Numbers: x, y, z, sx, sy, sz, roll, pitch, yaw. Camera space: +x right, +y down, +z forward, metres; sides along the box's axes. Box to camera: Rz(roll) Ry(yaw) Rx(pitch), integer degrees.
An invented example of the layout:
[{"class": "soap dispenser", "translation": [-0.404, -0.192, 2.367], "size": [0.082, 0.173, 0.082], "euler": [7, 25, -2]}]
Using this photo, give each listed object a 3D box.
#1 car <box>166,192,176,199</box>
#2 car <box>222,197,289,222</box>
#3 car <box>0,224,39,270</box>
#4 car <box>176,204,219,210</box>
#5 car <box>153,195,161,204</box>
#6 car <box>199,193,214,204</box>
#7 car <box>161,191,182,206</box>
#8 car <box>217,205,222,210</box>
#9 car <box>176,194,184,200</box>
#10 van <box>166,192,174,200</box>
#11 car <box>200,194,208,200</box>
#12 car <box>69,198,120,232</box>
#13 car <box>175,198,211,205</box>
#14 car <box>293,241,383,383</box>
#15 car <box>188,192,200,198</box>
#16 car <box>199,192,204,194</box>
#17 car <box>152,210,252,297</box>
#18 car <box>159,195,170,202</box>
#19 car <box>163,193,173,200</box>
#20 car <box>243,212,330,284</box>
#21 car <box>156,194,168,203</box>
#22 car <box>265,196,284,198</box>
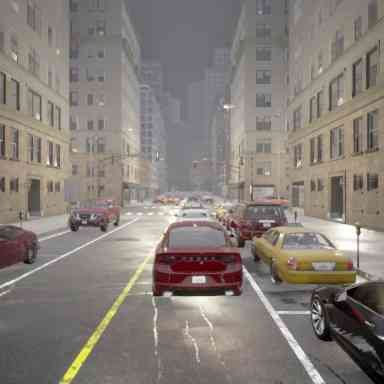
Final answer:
[{"class": "car", "translation": [-5.689, 0.898, 90.460], "size": [2.192, 1.841, 5.009], "euler": [1, 0, 0]}, {"class": "car", "translation": [2.777, 1.302, 14.699], "size": [2.192, 1.841, 5.009], "euler": [0, 0, 0]}, {"class": "car", "translation": [-5.754, 1.577, 9.158], "size": [1.802, 1.307, 4.206], "euler": [0, 0, 0]}, {"class": "car", "translation": [0.110, 1.510, 16.158], "size": [1.812, 1.442, 4.674], "euler": [0, 0, 0]}, {"class": "car", "translation": [-5.716, 1.361, 57.922], "size": [1.887, 1.381, 4.507], "euler": [0, 0, 0]}, {"class": "car", "translation": [2.809, 1.367, 57.908], "size": [2.008, 1.369, 4.403], "euler": [0, 0, 0]}, {"class": "car", "translation": [-3.112, 1.203, 51.752], "size": [2.097, 1.767, 4.553], "euler": [0, 0, 2]}, {"class": "car", "translation": [2.781, 1.558, 20.250], "size": [1.802, 1.307, 4.206], "euler": [0, 0, 0]}, {"class": "car", "translation": [-2.943, 1.183, 80.755], "size": [1.812, 1.442, 4.674], "euler": [0, 0, 0]}, {"class": "van", "translation": [-5.693, 0.967, 85.037], "size": [1.690, 1.788, 3.998], "euler": [1, 0, 0]}, {"class": "car", "translation": [2.826, 1.249, 79.604], "size": [1.802, 1.307, 4.206], "euler": [1, 0, 0]}, {"class": "car", "translation": [-5.744, 1.291, 20.264], "size": [2.192, 1.841, 5.009], "euler": [0, 0, 0]}, {"class": "car", "translation": [0.091, 1.454, 25.300], "size": [2.128, 1.511, 4.902], "euler": [0, 0, 0]}, {"class": "car", "translation": [2.768, 1.566, 3.594], "size": [1.947, 1.339, 4.313], "euler": [0, 0, 0]}, {"class": "car", "translation": [0.144, 1.287, 63.476], "size": [1.837, 1.490, 4.892], "euler": [0, 0, 0]}, {"class": "car", "translation": [2.818, 1.271, 68.925], "size": [1.752, 1.417, 4.829], "euler": [1, 0, 0]}, {"class": "car", "translation": [0.078, 1.473, 8.650], "size": [1.882, 1.535, 5.008], "euler": [0, 0, -1]}, {"class": "car", "translation": [-5.707, 1.292, 68.769], "size": [1.887, 1.381, 4.507], "euler": [1, 0, 0]}, {"class": "car", "translation": [-5.698, 1.108, 79.615], "size": [1.967, 1.590, 4.097], "euler": [1, 0, 0]}, {"class": "car", "translation": [2.773, 1.519, 9.315], "size": [1.752, 1.417, 4.829], "euler": [0, 0, 0]}, {"class": "car", "translation": [-5.711, 1.223, 63.345], "size": [1.967, 1.590, 4.097], "euler": [1, 0, 0]}, {"class": "car", "translation": [9.471, 1.239, 40.976], "size": [4.553, 1.767, 2.097], "euler": [0, 0, 0]}]
